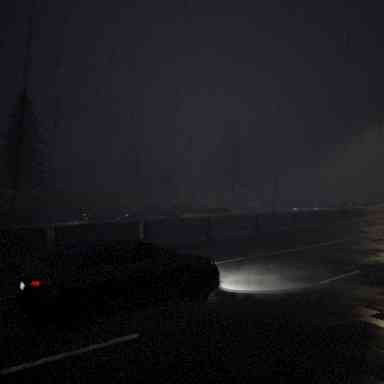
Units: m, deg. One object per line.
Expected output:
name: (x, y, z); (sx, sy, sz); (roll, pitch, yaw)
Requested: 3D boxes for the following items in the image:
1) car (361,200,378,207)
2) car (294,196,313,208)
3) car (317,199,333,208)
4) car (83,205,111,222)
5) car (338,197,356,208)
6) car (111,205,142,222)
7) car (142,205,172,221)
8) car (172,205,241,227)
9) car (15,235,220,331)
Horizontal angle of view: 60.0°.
car: (28.300, 1.971, 52.933); (2.033, 1.411, 5.357); (-1, -1, 35)
car: (20.058, 1.736, 59.495); (2.150, 2.045, 5.566); (0, -1, 35)
car: (23.300, 1.964, 58.070); (1.882, 1.535, 5.008); (0, 0, 35)
car: (-6.864, 1.858, 29.760); (5.357, 1.411, 2.033); (0, -1, -40)
car: (26.070, 1.811, 55.956); (2.097, 1.767, 4.553); (-1, -1, 35)
car: (-3.999, 1.806, 27.639); (4.674, 1.442, 1.812); (0, -1, -41)
car: (-1.020, 1.743, 25.593); (4.902, 1.511, 2.128); (0, -1, -41)
car: (1.334, 1.697, 23.001); (5.008, 1.535, 1.882); (0, -1, -41)
car: (-1.405, 1.640, 7.108); (4.181, 1.385, 1.994); (0, -1, -37)
